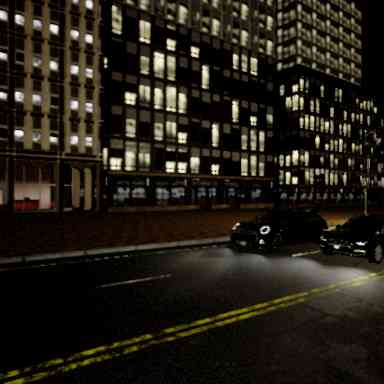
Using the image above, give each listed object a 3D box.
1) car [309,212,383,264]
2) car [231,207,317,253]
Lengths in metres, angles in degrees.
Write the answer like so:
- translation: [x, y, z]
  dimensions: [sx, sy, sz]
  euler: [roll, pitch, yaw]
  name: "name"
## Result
- translation: [6.779, 1.616, 12.422]
  dimensions: [4.892, 1.490, 1.837]
  euler: [1, -1, -35]
  name: "car"
- translation: [3.850, 1.449, 14.342]
  dimensions: [4.553, 1.767, 2.097]
  euler: [1, 0, -35]
  name: "car"
